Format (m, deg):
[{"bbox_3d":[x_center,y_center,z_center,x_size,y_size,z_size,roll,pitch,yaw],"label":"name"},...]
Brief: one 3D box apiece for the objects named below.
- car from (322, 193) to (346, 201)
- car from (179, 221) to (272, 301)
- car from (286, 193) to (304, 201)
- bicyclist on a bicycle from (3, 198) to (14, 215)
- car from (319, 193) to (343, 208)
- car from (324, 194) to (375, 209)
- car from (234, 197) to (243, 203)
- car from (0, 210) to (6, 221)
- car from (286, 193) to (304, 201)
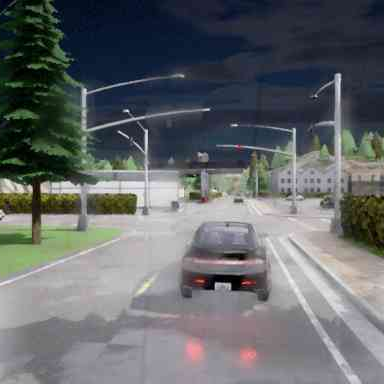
[{"bbox_3d":[31.779,1.083,74.520,4.605,1.855,1.932,0,0,8],"label":"car"},{"bbox_3d":[0.886,1.490,8.398,2.128,1.511,4.902,0,0,8],"label":"car"},{"bbox_3d":[23.376,1.346,75.658,3.806,1.475,1.970,0,0,8],"label":"car"},{"bbox_3d":[-17.956,1.447,32.524,0.582,1.620,1.656,0,0,7],"label":"bicyclist on a bicycle"},{"bbox_3d":[18.680,1.322,41.724,5.027,1.636,2.152,0,0,8],"label":"car"},{"bbox_3d":[18.297,1.332,38.610,4.514,1.523,2.007,0,0,8],"label":"car"},{"bbox_3d":[9.451,1.588,67.387,1.895,1.301,4.718,0,0,8],"label":"car"},{"bbox_3d":[-16.577,1.521,25.188,4.674,1.442,1.812,0,0,8],"label":"car"},{"bbox_3d":[24.442,1.061,78.865,3.866,1.878,1.905,0,0,8],"label":"car"}]
